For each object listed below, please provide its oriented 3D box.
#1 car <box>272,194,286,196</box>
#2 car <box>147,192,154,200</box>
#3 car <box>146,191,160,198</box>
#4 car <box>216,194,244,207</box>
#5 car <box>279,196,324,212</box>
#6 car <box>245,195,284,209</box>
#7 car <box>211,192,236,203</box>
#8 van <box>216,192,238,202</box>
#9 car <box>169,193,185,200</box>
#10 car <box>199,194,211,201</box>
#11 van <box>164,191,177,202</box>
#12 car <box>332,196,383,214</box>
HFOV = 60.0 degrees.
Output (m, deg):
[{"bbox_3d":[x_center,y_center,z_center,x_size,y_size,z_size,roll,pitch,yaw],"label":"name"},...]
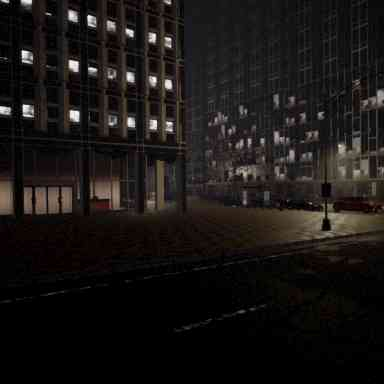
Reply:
[{"bbox_3d":[11.304,1.117,42.225,2.097,1.767,4.553,-1,1,-34],"label":"car"},{"bbox_3d":[-10.266,1.039,69.097,2.008,1.369,4.403,0,1,-34],"label":"car"},{"bbox_3d":[-9.789,0.685,83.208,1.967,1.590,4.097,0,1,-34],"label":"car"},{"bbox_3d":[5.769,1.319,45.637,1.947,1.339,4.313,0,1,-34],"label":"car"},{"bbox_3d":[12.138,1.423,36.220,1.947,1.339,4.313,0,1,-34],"label":"car"},{"bbox_3d":[8.936,1.387,40.919,1.802,1.307,4.206,0,1,-34],"label":"car"},{"bbox_3d":[5.450,1.175,50.776,1.837,1.490,4.892,-1,1,-34],"label":"car"},{"bbox_3d":[6.291,0.855,59.776,1.690,1.788,3.998,0,1,-34],"label":"van"},{"bbox_3d":[-3.356,0.935,73.838,1.802,1.307,4.206,0,1,-34],"label":"car"},{"bbox_3d":[3.076,1.043,64.465,1.802,1.307,4.206,0,1,-34],"label":"car"},{"bbox_3d":[-3.834,0.937,59.722,1.690,1.788,3.998,0,1,-34],"label":"van"},{"bbox_3d":[16.897,1.206,34.073,2.097,1.767,4.553,-1,1,-35],"label":"car"}]
